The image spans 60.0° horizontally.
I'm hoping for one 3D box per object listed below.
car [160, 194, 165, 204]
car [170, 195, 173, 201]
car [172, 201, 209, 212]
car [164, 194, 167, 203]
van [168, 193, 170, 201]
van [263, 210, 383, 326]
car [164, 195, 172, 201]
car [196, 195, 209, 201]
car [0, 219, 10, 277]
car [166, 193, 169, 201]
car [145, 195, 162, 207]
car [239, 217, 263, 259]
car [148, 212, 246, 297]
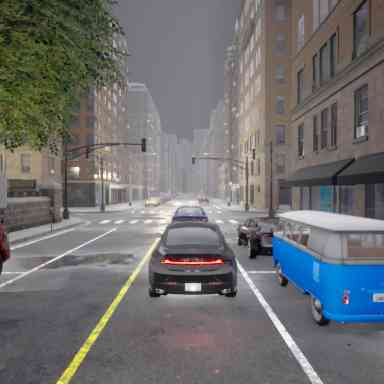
[{"bbox_3d":[-6.080,1.521,55.837,2.008,1.369,4.403,0,0,0],"label":"car"},{"bbox_3d":[-6.242,1.522,77.640,2.008,1.369,4.403,0,0,0],"label":"car"},{"bbox_3d":[-0.097,1.472,18.041,1.882,1.535,5.008,0,0,0],"label":"car"},{"bbox_3d":[-6.121,1.514,61.288,1.887,1.381,4.507,0,0,0],"label":"car"},{"bbox_3d":[-6.202,1.311,72.189,1.690,1.788,3.998,0,0,0],"label":"van"},{"bbox_3d":[2.811,1.340,6.802,1.690,1.788,3.998,0,0,0],"label":"van"},{"bbox_3d":[-6.323,1.502,88.371,1.752,1.417,4.829,0,0,0],"label":"car"},{"bbox_3d":[2.363,1.409,66.838,1.967,1.590,4.097,0,0,0],"label":"car"},{"bbox_3d":[-5.714,1.314,6.699,2.192,1.841,5.009,0,0,0],"label":"car"},{"bbox_3d":[-6.161,1.514,66.738,1.887,1.381,4.507,0,0,0],"label":"car"},{"bbox_3d":[-6.038,1.498,50.216,1.752,1.417,4.829,0,0,0],"label":"car"},{"bbox_3d":[2.769,1.563,12.463,1.947,1.339,4.313,0,0,0],"label":"car"},{"bbox_3d":[0.012,1.503,8.545,1.837,1.490,4.892,0,0,0],"label":"car"}]
